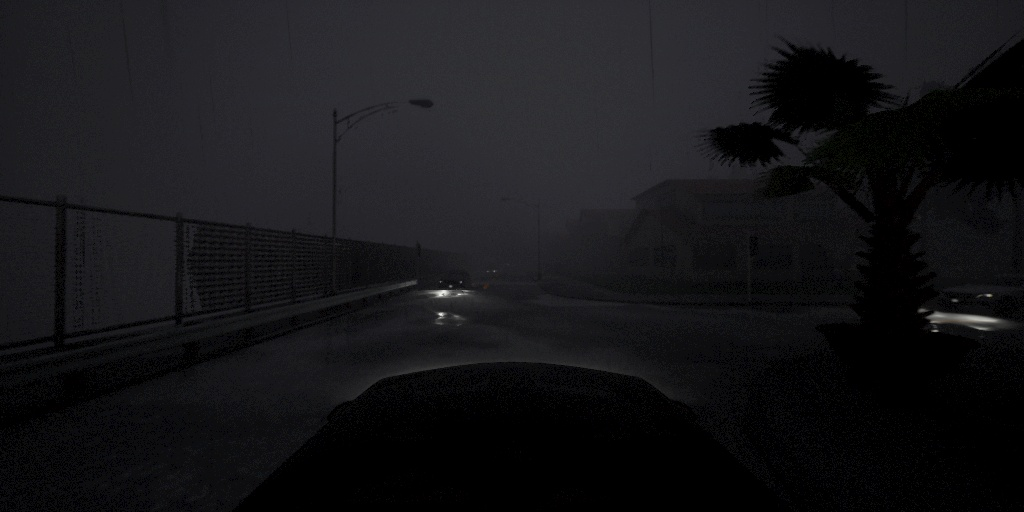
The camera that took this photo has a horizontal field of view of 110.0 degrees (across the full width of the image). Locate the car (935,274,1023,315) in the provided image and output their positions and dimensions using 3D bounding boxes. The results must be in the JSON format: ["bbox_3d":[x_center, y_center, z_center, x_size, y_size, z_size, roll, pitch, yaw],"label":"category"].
[{"bbox_3d":[19.250,1.417,13.737,4.674,1.442,1.812,0,-1,-1],"label":"car"}]

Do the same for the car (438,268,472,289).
[{"bbox_3d":[-4.013,1.617,26.108,2.033,1.411,5.357,0,0,0],"label":"car"}]
